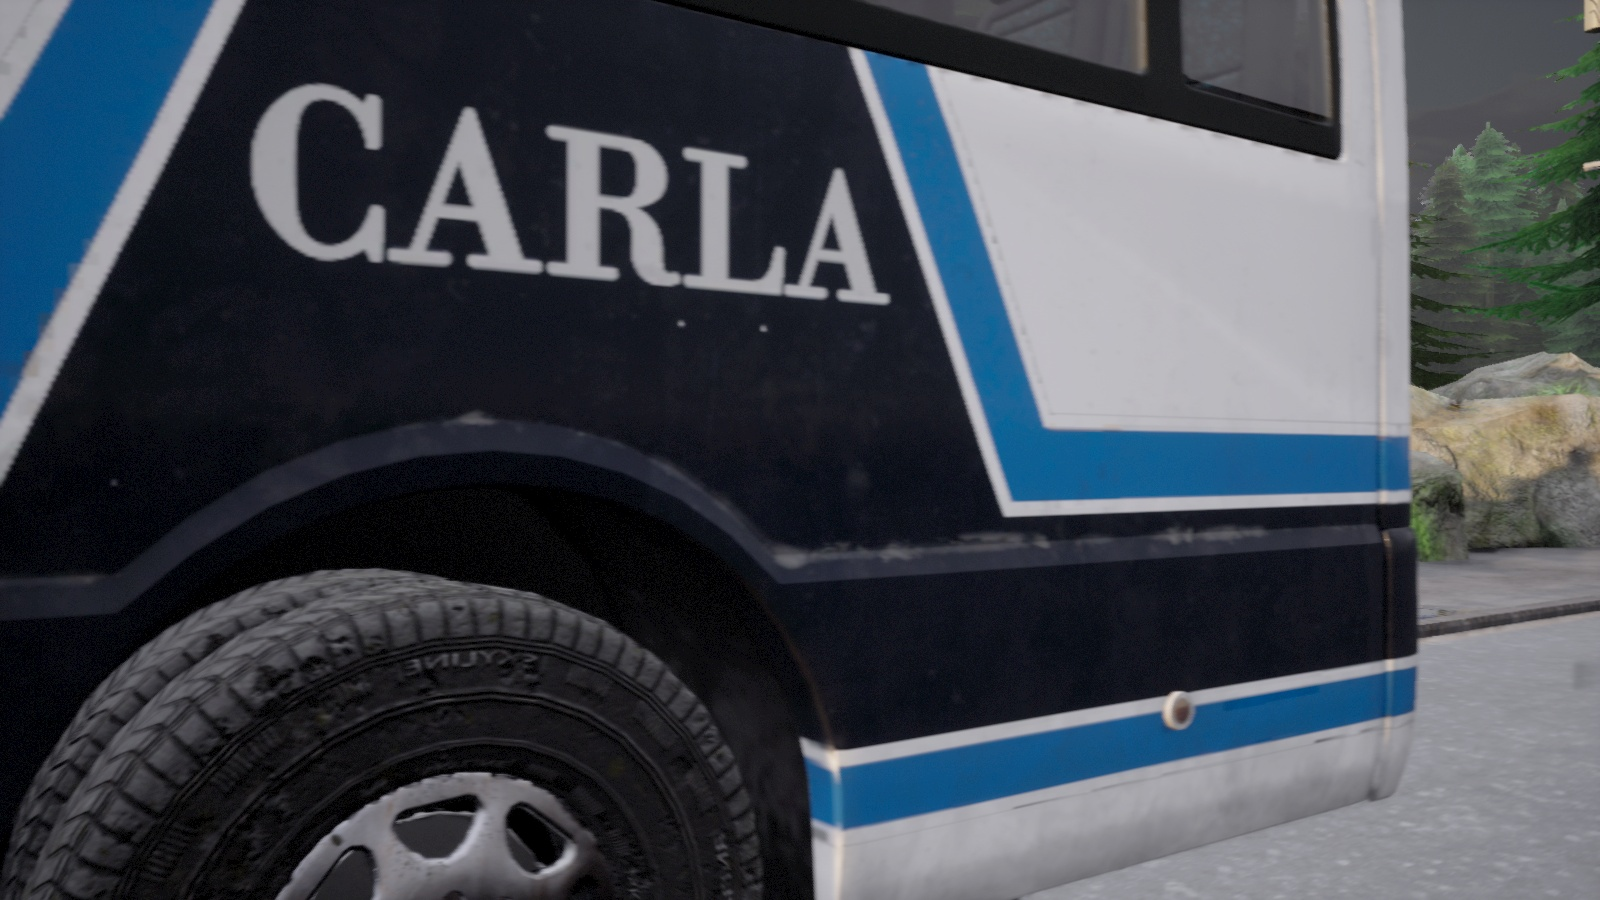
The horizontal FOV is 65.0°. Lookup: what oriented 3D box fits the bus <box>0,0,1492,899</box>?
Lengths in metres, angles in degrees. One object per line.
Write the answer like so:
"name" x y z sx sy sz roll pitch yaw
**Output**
"bus" -3.684 -0.620 1.709 10.273 4.253 3.944 0 0 -35
